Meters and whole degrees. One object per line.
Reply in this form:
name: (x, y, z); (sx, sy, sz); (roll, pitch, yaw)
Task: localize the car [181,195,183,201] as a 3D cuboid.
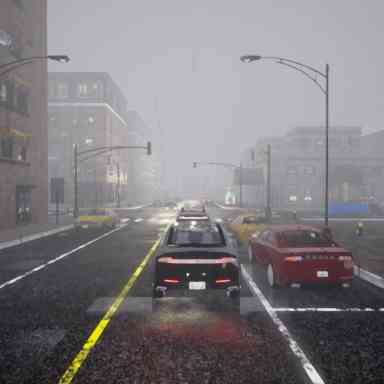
car: (-3.148, 1.612, 69.475); (1.994, 1.385, 4.181); (0, 0, 0)

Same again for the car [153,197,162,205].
car: (-5.821, 1.584, 58.562); (2.008, 1.369, 4.403); (0, 0, 0)

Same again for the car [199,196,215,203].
car: (2.571, 1.466, 52.895); (1.967, 1.590, 4.097); (0, 0, 0)

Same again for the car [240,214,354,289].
car: (2.666, 1.545, 9.030); (1.887, 1.381, 4.507); (0, 0, 0)

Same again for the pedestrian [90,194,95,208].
pedestrian: (-12.721, 1.083, 42.276); (0.375, 1.860, 0.375); (0, 0, -1)

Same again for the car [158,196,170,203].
car: (-5.845, 1.600, 69.956); (2.008, 1.369, 4.403); (0, 0, 0)

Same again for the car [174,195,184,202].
car: (-3.175, 1.554, 82.251); (2.128, 1.511, 4.902); (0, 0, 0)

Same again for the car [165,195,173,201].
car: (-5.882, 1.604, 86.875); (1.752, 1.417, 4.829); (0, 0, 0)

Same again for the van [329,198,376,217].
van: (14.591, 1.416, 31.215); (3.998, 1.788, 1.690); (0, 0, -1)

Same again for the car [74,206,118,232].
car: (-5.739, 1.529, 20.240); (1.752, 1.417, 4.829); (0, 0, 0)

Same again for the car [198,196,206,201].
car: (2.499, 1.629, 87.076); (2.008, 1.369, 4.403); (-1, 0, 0)

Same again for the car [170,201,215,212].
car: (0.061, 1.494, 18.855); (2.128, 1.511, 4.902); (0, 0, 0)

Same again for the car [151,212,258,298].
car: (0.084, 1.491, 8.486); (2.128, 1.511, 4.902); (0, 0, 0)

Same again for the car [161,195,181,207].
car: (-3.203, 1.573, 52.076); (2.033, 1.411, 5.357); (0, 0, 0)

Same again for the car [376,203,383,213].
car: (18.826, 1.610, 37.046); (4.181, 1.385, 1.994); (0, 0, -1)

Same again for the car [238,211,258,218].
car: (2.653, 1.527, 14.897); (1.752, 1.417, 4.829); (0, 0, 0)

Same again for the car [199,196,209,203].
car: (2.535, 1.601, 69.986); (2.008, 1.369, 4.403); (0, 0, 0)
